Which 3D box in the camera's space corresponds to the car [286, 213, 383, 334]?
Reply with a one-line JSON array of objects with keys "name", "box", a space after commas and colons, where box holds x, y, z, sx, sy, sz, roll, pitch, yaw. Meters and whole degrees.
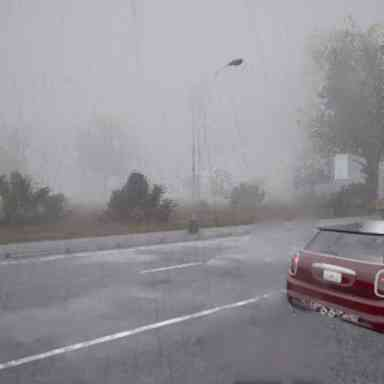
[{"name": "car", "box": [3.959, 1.342, 6.456, 4.553, 1.767, 2.097, 0, 0, -35]}]
